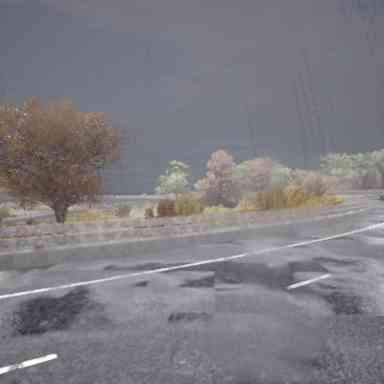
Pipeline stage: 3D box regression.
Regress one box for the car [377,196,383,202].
[{"bbox_3d":[46.899,1.684,80.792,1.837,1.490,4.892,0,0,3],"label":"car"}]
